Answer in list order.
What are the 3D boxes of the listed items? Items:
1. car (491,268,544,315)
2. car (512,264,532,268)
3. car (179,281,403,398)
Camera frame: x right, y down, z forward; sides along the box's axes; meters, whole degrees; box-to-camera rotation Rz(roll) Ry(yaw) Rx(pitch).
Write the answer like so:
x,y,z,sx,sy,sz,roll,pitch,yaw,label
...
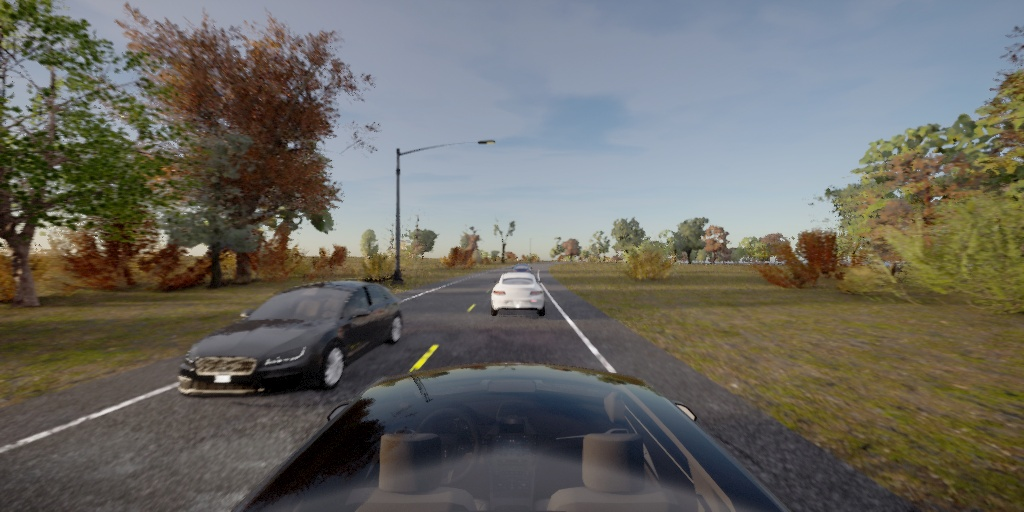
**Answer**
x,y,z,sx,sy,sz,roll,pitch,yaw,label
0.228,1.352,13.782,1.812,1.442,4.674,0,0,1,car
0.946,1.480,34.023,1.812,1.442,4.674,0,0,3,car
-3.557,1.281,6.867,1.837,1.490,4.892,0,0,1,car
